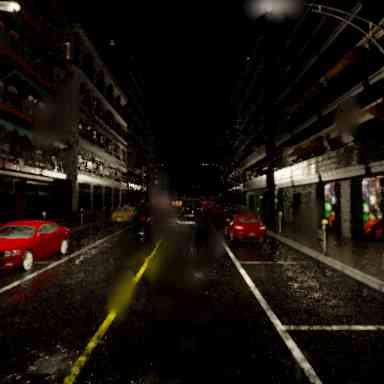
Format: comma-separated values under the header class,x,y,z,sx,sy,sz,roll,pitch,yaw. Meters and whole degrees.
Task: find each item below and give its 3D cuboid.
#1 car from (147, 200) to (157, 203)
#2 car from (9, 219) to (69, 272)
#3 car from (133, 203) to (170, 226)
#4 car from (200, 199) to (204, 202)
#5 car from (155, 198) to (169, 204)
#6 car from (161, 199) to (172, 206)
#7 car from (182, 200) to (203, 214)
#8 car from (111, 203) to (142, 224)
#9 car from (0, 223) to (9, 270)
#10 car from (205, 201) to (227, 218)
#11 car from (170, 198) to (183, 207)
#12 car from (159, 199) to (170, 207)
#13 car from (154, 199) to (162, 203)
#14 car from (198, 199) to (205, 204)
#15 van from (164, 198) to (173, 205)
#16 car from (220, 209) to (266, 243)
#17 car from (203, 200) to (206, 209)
class,x,y,z,sx,sy,sz,roll,pitch,yaw
car,-5.650,1.993,39.824,1.887,1.381,4.507,1,-1,0
car,-5.679,1.673,11.344,1.887,1.381,4.507,1,-1,0
car,-3.101,1.859,26.195,1.994,1.385,4.181,0,-1,0
car,2.696,2.187,56.974,1.887,1.381,4.507,1,-1,0
car,-5.648,1.956,56.914,2.192,1.841,5.009,1,-1,0
car,-5.654,2.385,74.000,2.008,1.369,4.403,1,-1,0
car,0.094,2.071,41.750,1.895,1.301,4.718,0,-1,0
car,-5.654,1.843,28.261,1.752,1.417,4.829,1,-1,0
car,-5.674,1.380,5.650,2.192,1.841,5.009,1,-1,0
car,2.699,1.930,34.190,1.887,1.381,4.507,1,-1,0
car,-3.014,2.111,67.656,2.097,1.767,4.553,0,-1,0
car,-5.651,2.210,68.305,1.967,1.590,4.097,1,-1,0
car,-5.650,2.063,45.519,2.008,1.369,4.403,1,-1,0
car,2.692,2.556,91.320,1.752,1.417,4.829,1,-1,0
van,-5.651,2.239,79.698,1.690,1.788,3.998,1,-1,0
car,2.700,1.775,17.102,1.802,1.307,4.206,1,-1,0
car,2.698,1.994,39.886,1.887,1.381,4.507,1,-1,0
